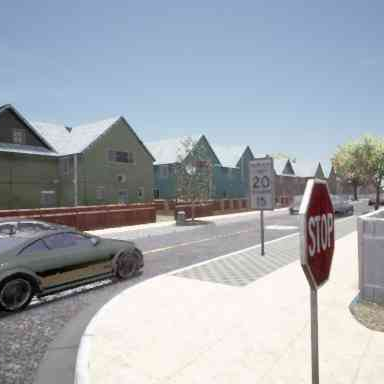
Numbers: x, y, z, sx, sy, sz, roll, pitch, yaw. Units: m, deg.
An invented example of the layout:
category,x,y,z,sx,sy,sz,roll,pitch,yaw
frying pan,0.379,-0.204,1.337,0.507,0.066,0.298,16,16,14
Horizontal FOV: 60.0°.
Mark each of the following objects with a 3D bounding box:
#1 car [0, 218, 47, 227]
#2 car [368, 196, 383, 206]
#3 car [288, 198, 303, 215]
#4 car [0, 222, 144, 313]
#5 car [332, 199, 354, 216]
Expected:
category,x,y,z,sx,sy,sz,roll,pitch,yaw
car,-5.603,1.532,9.382,2.128,1.511,4.902,-2,-1,37
car,26.358,1.197,47.101,1.994,1.385,4.181,-2,-1,37
car,10.535,1.319,30.899,2.128,1.511,4.902,-2,-1,37
car,-3.123,1.531,7.761,1.994,1.385,4.181,-2,0,37
car,12.550,1.321,28.681,1.994,1.385,4.181,-2,-1,37
